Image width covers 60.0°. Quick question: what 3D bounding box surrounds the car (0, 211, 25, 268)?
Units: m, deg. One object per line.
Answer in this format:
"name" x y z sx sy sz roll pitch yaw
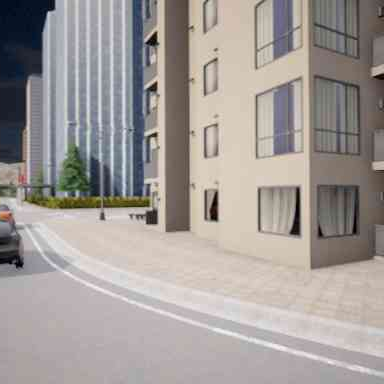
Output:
"car" -6.819 1.641 11.193 1.837 1.490 4.892 0 0 -31

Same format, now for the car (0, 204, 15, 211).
"car" -13.942 1.630 23.860 2.097 1.767 4.553 0 -1 -29
